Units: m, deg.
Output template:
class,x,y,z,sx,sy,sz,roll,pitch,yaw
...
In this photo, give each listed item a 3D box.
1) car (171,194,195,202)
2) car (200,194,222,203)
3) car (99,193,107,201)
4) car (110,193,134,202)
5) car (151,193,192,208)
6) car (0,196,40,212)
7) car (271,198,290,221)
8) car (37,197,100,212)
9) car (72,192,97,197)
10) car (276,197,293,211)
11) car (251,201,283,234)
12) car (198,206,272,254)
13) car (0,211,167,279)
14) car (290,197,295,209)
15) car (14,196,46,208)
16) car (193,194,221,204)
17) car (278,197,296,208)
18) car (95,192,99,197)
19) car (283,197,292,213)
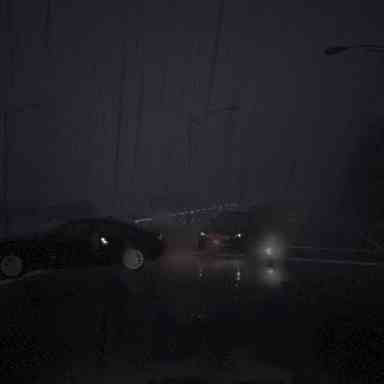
class,x,y,z,sx,sy,sz,roll,pitch,yaw
car,-1.939,1.259,68.659,4.514,1.523,2.007,0,0,19
car,3.556,1.203,62.923,3.806,1.475,1.970,0,0,19
car,-20.043,1.015,70.952,3.866,1.878,1.905,0,0,19
car,-13.651,1.047,65.308,4.605,1.855,1.932,0,0,19
car,-2.864,1.075,41.745,4.605,1.855,1.932,0,0,19
car,-15.041,1.356,29.404,3.806,1.475,1.970,0,0,19
car,5.934,1.475,24.902,2.128,1.511,4.902,0,0,19
car,-8.974,1.356,24.194,3.633,1.501,1.845,0,0,19
car,-18.333,1.250,53.743,4.514,1.523,2.007,0,0,19
car,11.762,1.484,42.047,1.837,1.490,4.892,0,0,19
car,4.010,1.490,19.260,1.837,1.490,4.892,0,0,19
car,1.851,1.514,13.856,1.812,1.442,4.674,0,0,25
car,-3.261,1.475,9.843,5.008,1.535,1.882,0,0,-15
car,9.877,1.545,36.495,1.994,1.385,4.181,0,0,19
car,-21.589,1.274,44.296,3.633,1.501,1.845,0,0,19
car,1.798,1.127,56.743,5.027,1.636,2.152,0,0,19
car,13.656,1.469,47.619,2.128,1.511,4.902,0,0,19
car,-21.692,1.299,68.001,3.806,1.475,1.970,0,0,19
car,7.824,1.487,30.461,1.837,1.490,4.892,0,0,19
